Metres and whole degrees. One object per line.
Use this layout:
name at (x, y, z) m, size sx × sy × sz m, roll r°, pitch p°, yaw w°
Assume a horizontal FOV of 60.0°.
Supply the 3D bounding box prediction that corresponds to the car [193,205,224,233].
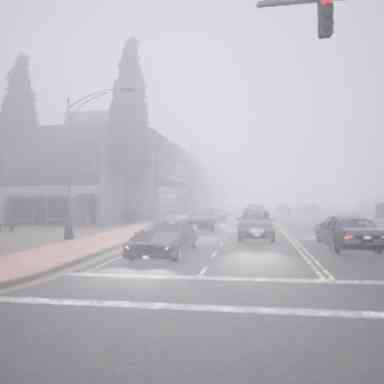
car at (0.837, 1.844, 22.938) m, size 1.882 × 1.535 × 5.008 m, roll -1°, pitch -1°, yaw 11°

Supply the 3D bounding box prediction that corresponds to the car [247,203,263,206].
car at (5.130, 1.735, 26.919) m, size 2.097 × 1.767 × 4.553 m, roll -1°, pitch -1°, yaw 11°

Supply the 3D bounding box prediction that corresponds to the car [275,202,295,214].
car at (12.193, 2.084, 44.797) m, size 2.128 × 1.511 × 4.902 m, roll -1°, pitch -1°, yaw 11°

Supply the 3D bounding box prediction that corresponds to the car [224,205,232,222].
car at (2.526, 2.096, 32.062) m, size 1.895 × 1.301 × 4.718 m, roll -1°, pitch -1°, yaw 11°

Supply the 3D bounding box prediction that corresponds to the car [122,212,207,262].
car at (-0.959, 1.782, 13.469) m, size 2.033 × 1.411 × 5.357 m, roll -1°, pitch -1°, yaw 12°

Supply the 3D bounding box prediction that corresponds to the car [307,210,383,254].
car at (6.667, 1.710, 14.348) m, size 2.033 × 1.411 × 5.357 m, roll -1°, pitch -1°, yaw 9°

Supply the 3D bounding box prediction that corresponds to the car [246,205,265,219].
car at (6.943, 2.120, 36.647) m, size 1.895 × 1.301 × 4.718 m, roll -1°, pitch -1°, yaw 11°

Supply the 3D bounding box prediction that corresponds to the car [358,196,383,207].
car at (33.043, 1.764, 60.302) m, size 3.866 × 1.878 × 1.905 m, roll -1°, pitch -1°, yaw 9°

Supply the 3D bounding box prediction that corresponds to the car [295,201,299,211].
car at (17.236, 2.145, 53.025) m, size 1.882 × 1.535 × 5.008 m, roll -1°, pitch -1°, yaw 10°

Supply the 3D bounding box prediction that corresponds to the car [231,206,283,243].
car at (3.454, 1.747, 17.868) m, size 2.128 × 1.511 × 4.902 m, roll -1°, pitch -1°, yaw 10°

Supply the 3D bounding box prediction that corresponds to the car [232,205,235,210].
car at (4.389, 2.234, 41.964) m, size 1.895 × 1.301 × 4.718 m, roll -1°, pitch -1°, yaw 11°

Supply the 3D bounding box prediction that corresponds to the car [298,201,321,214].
car at (15.470, 2.094, 43.248) m, size 1.994 × 1.385 × 4.181 m, roll -1°, pitch -1°, yaw 10°

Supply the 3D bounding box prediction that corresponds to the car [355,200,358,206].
car at (33.549, 1.801, 63.152) m, size 4.605 × 1.855 × 1.932 m, roll -1°, pitch -1°, yaw 9°
